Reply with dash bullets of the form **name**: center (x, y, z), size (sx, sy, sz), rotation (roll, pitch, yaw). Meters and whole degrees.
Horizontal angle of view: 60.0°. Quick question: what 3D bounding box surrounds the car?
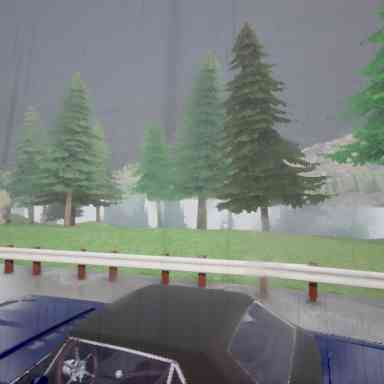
- **car**: center (-0.512, 1.601, 2.978), size (4.718, 1.301, 1.895), rotation (0, 0, 21)
